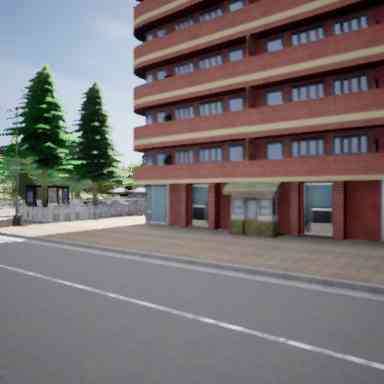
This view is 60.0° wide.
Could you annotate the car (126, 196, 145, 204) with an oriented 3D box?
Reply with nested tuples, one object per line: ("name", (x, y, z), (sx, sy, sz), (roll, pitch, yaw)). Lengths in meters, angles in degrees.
("car", (-8.880, 1.449, 54.113), (2.128, 1.511, 4.902), (0, 0, 43))

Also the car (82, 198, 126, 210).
("car", (-10.869, 1.447, 40.084), (2.128, 1.511, 4.902), (0, 0, 36))
